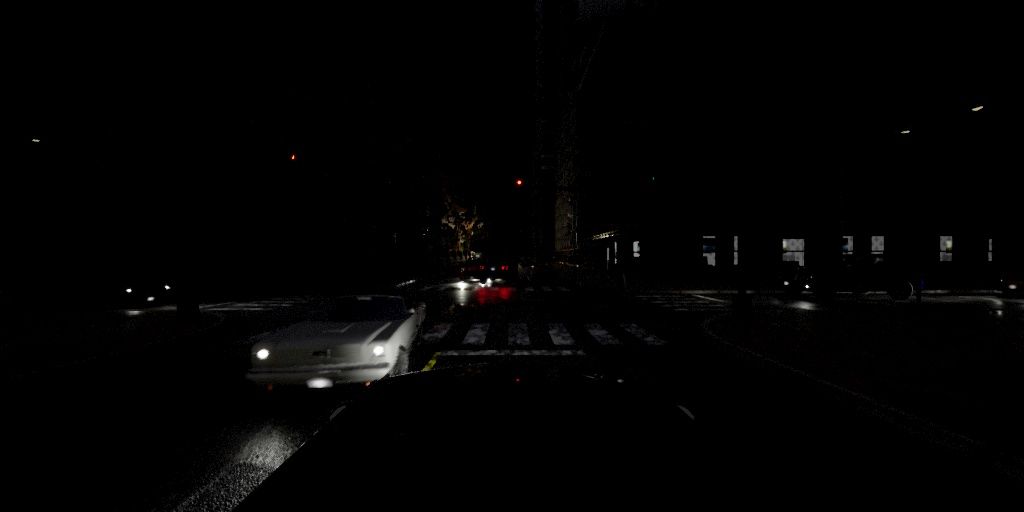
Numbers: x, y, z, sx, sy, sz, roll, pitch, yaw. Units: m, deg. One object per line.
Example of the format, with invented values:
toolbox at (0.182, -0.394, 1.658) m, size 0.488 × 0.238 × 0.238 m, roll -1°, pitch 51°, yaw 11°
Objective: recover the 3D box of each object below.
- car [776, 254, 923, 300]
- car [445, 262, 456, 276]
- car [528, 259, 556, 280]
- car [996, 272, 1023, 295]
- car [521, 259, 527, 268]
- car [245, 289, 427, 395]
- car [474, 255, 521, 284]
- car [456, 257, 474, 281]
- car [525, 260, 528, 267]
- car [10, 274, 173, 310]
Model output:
car at (15.702, 0.925, 16.863) m, size 5.566 × 2.045 × 2.150 m, roll 0°, pitch 0°, yaw 1°
car at (-5.714, 1.297, 36.499) m, size 1.888 × 1.381 × 4.507 m, roll 0°, pitch 0°, yaw 0°
car at (2.671, 1.191, 30.826) m, size 1.967 × 1.591 × 4.097 m, roll 0°, pitch 0°, yaw 0°
car at (25.777, 1.164, 16.656) m, size 4.902 × 1.511 × 2.128 m, roll 0°, pitch 0°, yaw 1°
car at (2.652, 1.315, 59.232) m, size 1.948 × 1.339 × 4.313 m, roll 0°, pitch 0°, yaw 0°
car at (-2.789, 1.351, 6.852) m, size 1.895 × 1.301 × 4.718 m, roll 0°, pitch 0°, yaw -8°
car at (-0.902, 0.973, 26.787) m, size 2.150 × 2.045 × 5.566 m, roll 0°, pitch 0°, yaw 8°
car at (-3.119, 1.104, 29.998) m, size 2.097 × 1.767 × 4.553 m, roll 0°, pitch 0°, yaw 0°
car at (2.667, 1.318, 36.507) m, size 1.948 × 1.339 × 4.313 m, roll 0°, pitch 0°, yaw 0°
car at (-16.516, 1.389, 14.282) m, size 4.718 × 1.301 × 1.895 m, roll 0°, pitch 0°, yaw 2°
